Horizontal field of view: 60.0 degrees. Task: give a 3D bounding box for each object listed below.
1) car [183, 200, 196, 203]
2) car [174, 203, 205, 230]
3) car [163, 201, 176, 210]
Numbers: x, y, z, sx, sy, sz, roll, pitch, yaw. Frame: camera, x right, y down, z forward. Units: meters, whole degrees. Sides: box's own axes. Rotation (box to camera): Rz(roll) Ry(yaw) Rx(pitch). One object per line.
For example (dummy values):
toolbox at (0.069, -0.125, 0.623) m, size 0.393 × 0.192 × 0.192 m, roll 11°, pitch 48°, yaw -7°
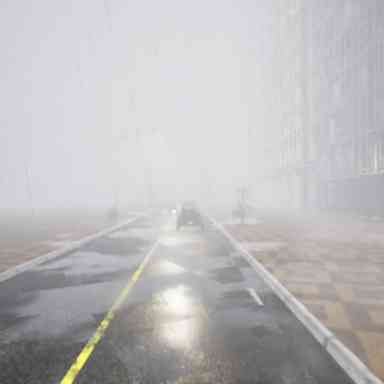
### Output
car at (-0.284, 1.727, 40.048) m, size 2.097 × 1.767 × 4.553 m, roll 0°, pitch -1°, yaw -1°
car at (-0.112, 1.740, 22.829) m, size 1.812 × 1.442 × 4.674 m, roll 0°, pitch -1°, yaw -1°
car at (-3.509, 2.116, 52.985) m, size 1.895 × 1.301 × 4.718 m, roll 0°, pitch -1°, yaw -1°
